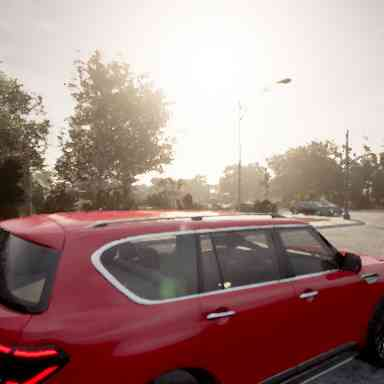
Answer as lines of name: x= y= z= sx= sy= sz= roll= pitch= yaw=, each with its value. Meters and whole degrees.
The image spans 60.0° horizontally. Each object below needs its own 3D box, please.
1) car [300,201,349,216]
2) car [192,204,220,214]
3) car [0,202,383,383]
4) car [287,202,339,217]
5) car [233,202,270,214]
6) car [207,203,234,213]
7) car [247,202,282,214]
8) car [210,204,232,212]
car: x=15.021 y=1.834 z=37.970 sx=2.128 sy=1.511 sz=4.902 roll=0 pitch=-2 yaw=-33
car: x=2.129 y=2.624 z=51.921 sx=1.837 sy=1.490 sz=4.892 roll=0 pitch=-3 yaw=-32
car: x=0.474 y=1.230 z=4.103 sx=5.566 sy=2.045 sz=2.150 roll=0 pitch=0 yaw=-36
car: x=12.647 y=1.788 z=35.195 sx=2.128 sy=1.511 sz=4.902 roll=0 pitch=-2 yaw=-32
car: x=7.660 y=2.109 z=43.115 sx=1.837 sy=1.490 sz=4.892 roll=0 pitch=-3 yaw=-32
car: x=4.608 y=2.691 z=54.555 sx=1.837 sy=1.490 sz=4.892 roll=0 pitch=-3 yaw=-32
car: x=9.956 y=2.183 z=46.044 sx=1.837 sy=1.490 sz=4.892 roll=0 pitch=-3 yaw=-32
car: x=5.782 y=3.234 z=66.184 sx=1.812 sy=1.442 sz=4.674 roll=0 pitch=-3 yaw=-32
